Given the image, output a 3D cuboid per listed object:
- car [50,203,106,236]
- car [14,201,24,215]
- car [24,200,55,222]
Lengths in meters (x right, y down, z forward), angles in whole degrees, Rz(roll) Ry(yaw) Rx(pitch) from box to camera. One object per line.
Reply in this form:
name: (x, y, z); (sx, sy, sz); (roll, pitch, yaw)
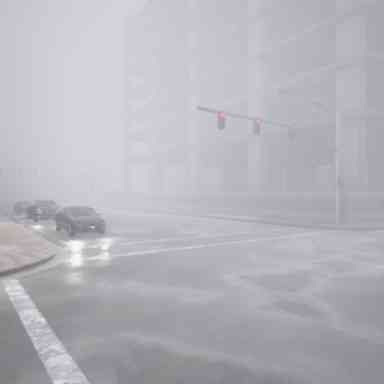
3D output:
car: (-6.474, 1.587, 19.125); (1.837, 1.490, 4.892); (0, 0, -35)
car: (-17.799, 1.642, 35.547); (2.033, 1.411, 5.357); (0, 0, -35)
car: (-11.963, 1.440, 27.084); (2.097, 1.767, 4.553); (0, 0, -35)
